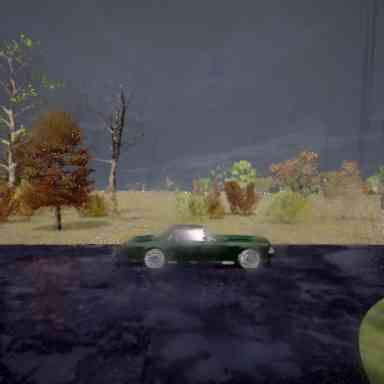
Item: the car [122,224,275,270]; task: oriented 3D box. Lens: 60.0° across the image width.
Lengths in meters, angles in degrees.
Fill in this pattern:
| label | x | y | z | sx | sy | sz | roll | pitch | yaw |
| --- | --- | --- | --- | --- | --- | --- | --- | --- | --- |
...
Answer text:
| label | x | y | z | sx | sy | sz | roll | pitch | yaw |
| --- | --- | --- | --- | --- | --- | --- | --- | --- | --- |
| car | 0.233 | 1.742 | 10.993 | 4.718 | 1.301 | 1.895 | 0 | -1 | 1 |
